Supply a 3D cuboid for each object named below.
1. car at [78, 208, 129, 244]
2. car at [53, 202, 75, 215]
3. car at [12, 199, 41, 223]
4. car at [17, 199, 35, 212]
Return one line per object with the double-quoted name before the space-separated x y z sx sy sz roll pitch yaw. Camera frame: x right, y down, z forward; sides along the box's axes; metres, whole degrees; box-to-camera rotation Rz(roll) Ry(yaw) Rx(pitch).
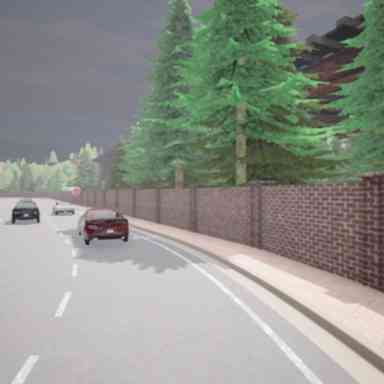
"car" -4.427 1.509 16.251 1.882 1.535 5.008 0 0 -23
"car" -13.672 1.672 35.343 1.895 1.301 4.718 0 0 -27
"car" -13.052 1.534 26.221 1.882 1.535 5.008 0 0 -26
"car" -20.155 1.590 40.490 1.837 1.490 4.892 0 0 -27
